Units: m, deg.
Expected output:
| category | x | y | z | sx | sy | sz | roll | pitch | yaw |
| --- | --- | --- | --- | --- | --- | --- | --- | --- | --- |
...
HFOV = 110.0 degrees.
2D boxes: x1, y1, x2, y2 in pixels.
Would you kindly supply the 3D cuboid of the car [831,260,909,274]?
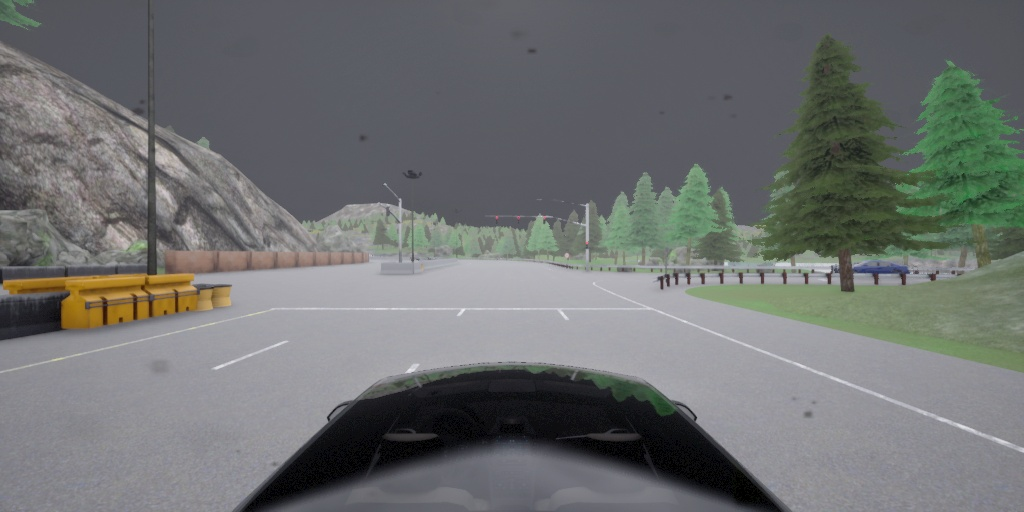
| category | x | y | z | sx | sy | sz | roll | pitch | yaw |
| --- | --- | --- | --- | --- | --- | --- | --- | --- | --- |
| car | 30.602 | 1.128 | 30.817 | 5.008 | 1.535 | 1.882 | 0 | 0 | 15 |
